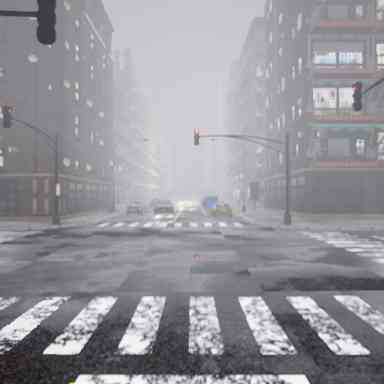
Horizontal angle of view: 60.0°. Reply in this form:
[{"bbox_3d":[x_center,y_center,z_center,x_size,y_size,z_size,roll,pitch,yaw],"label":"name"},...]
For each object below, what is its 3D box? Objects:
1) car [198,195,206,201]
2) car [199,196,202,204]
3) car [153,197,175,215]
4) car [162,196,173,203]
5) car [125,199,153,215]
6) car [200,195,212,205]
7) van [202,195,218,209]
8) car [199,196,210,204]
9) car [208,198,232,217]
[{"bbox_3d":[2.560,1.560,83.944,1.887,1.381,4.507,1,0,0],"label":"car"},{"bbox_3d":[2.569,1.307,50.008,2.192,1.841,5.009,1,0,0],"label":"car"},{"bbox_3d":[-2.755,1.554,33.824,1.994,1.385,4.181,0,0,0],"label":"car"},{"bbox_3d":[-5.318,1.555,72.579,2.008,1.369,4.403,1,0,0],"label":"car"},{"bbox_3d":[-5.440,1.539,32.975,2.008,1.369,4.403,1,0,0],"label":"car"},{"bbox_3d":[2.566,1.437,61.320,1.967,1.590,4.097,1,0,0],"label":"car"},{"bbox_3d":[2.602,1.331,44.354,1.690,1.788,3.998,1,0,0],"label":"van"},{"bbox_3d":[2.563,1.551,66.976,2.008,1.369,4.403,1,0,0],"label":"car"},{"bbox_3d":[2.700,1.513,30.521,1.752,1.417,4.829,1,0,0],"label":"car"}]
